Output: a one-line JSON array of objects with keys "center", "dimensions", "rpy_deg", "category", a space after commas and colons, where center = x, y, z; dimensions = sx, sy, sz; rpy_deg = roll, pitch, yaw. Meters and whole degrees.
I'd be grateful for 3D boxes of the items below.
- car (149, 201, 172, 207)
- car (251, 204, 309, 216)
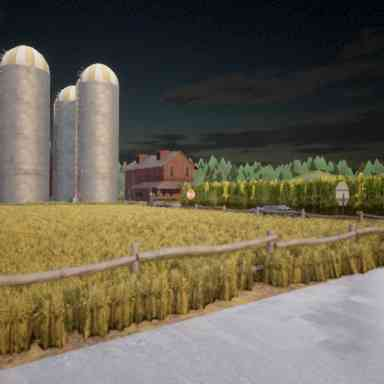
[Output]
[{"center": [-4.528, 1.865, 45.123], "dimensions": [1.895, 1.301, 4.718], "rpy_deg": [1, 0, -35], "category": "car"}, {"center": [7.354, 1.769, 28.450], "dimensions": [2.033, 1.411, 5.357], "rpy_deg": [1, -1, -36], "category": "car"}]
